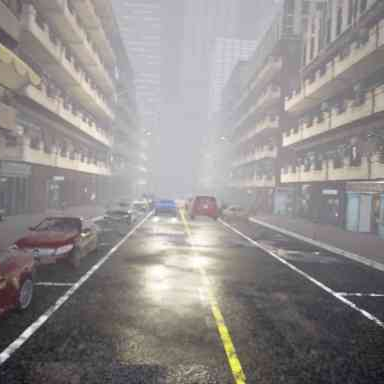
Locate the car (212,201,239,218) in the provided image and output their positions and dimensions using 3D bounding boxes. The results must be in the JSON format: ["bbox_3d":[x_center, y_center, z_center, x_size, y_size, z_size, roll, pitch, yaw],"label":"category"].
[{"bbox_3d":[3.230,1.713,32.982,1.947,1.339,4.313,2,0,-3],"label":"car"}]

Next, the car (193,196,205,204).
[{"bbox_3d":[1.405,1.592,66.545,2.008,1.369,4.403,2,0,-3],"label":"car"}]

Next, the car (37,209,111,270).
[{"bbox_3d":[-3.912,1.377,10.180,1.802,1.307,4.206,2,0,-3],"label":"car"}]

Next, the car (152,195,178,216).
[{"bbox_3d":[-2.389,1.339,30.834,1.882,1.535,5.008,3,0,-3],"label":"car"}]

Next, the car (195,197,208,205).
[{"bbox_3d":[1.708,1.624,60.950,1.947,1.339,4.313,2,0,-3],"label":"car"}]

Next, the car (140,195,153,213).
[{"bbox_3d":[-5.128,1.273,32.555,2.008,1.369,4.403,2,0,-3],"label":"car"}]

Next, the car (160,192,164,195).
[{"bbox_3d":[-7.258,1.149,71.711,2.008,1.369,4.403,2,0,-3],"label":"car"}]

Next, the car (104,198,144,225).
[{"bbox_3d":[-4.519,1.309,21.368,2.008,1.369,4.403,2,0,-3],"label":"car"}]

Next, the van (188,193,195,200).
[{"bbox_3d":[-0.109,1.296,94.513,1.690,1.788,3.998,2,0,-3],"label":"van"}]

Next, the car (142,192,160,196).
[{"bbox_3d":[-5.728,1.001,43.742,2.192,1.841,5.009,2,0,-3],"label":"car"}]

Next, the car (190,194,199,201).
[{"bbox_3d":[0.496,1.429,83.326,1.967,1.590,4.097,2,0,-3],"label":"car"}]

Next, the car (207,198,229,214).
[{"bbox_3d":[2.930,1.570,38.576,1.967,1.590,4.097,2,0,-3],"label":"car"}]

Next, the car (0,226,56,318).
[{"bbox_3d":[-3.608,1.395,4.586,1.802,1.307,4.206,2,0,-3],"label":"car"}]

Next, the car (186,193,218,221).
[{"bbox_3d":[0.906,1.252,28.112,2.150,2.045,5.566,3,0,-3],"label":"car"}]

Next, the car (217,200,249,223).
[{"bbox_3d":[3.526,1.690,27.558,1.752,1.417,4.829,2,0,-3],"label":"car"}]

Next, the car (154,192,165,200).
[{"bbox_3d":[-7.553,0.896,77.305,2.192,1.841,5.009,2,0,-3],"label":"car"}]
